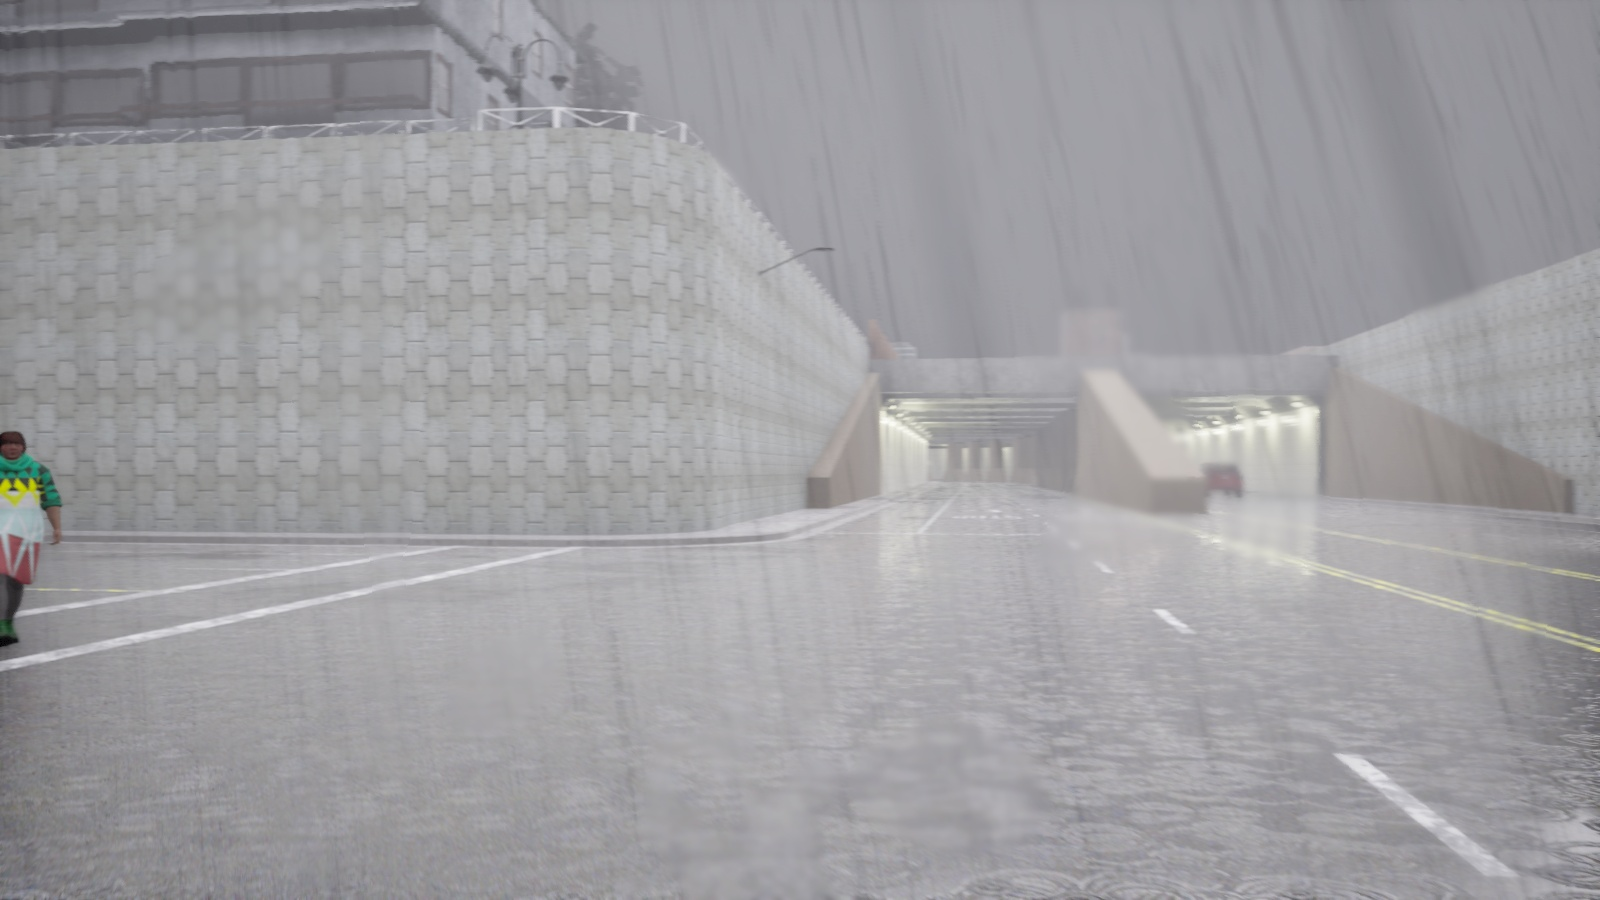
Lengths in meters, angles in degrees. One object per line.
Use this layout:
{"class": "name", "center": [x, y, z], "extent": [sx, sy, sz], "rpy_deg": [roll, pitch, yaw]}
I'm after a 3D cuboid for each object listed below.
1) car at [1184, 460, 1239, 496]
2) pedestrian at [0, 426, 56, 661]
{"class": "car", "center": [24.759, 1.665, 75.737], "extent": [2.150, 2.045, 5.566], "rpy_deg": [0, -1, 8]}
{"class": "pedestrian", "center": [-6.856, 0.783, 10.810], "extent": [0.659, 1.952, 0.873], "rpy_deg": [0, -1, -38]}
